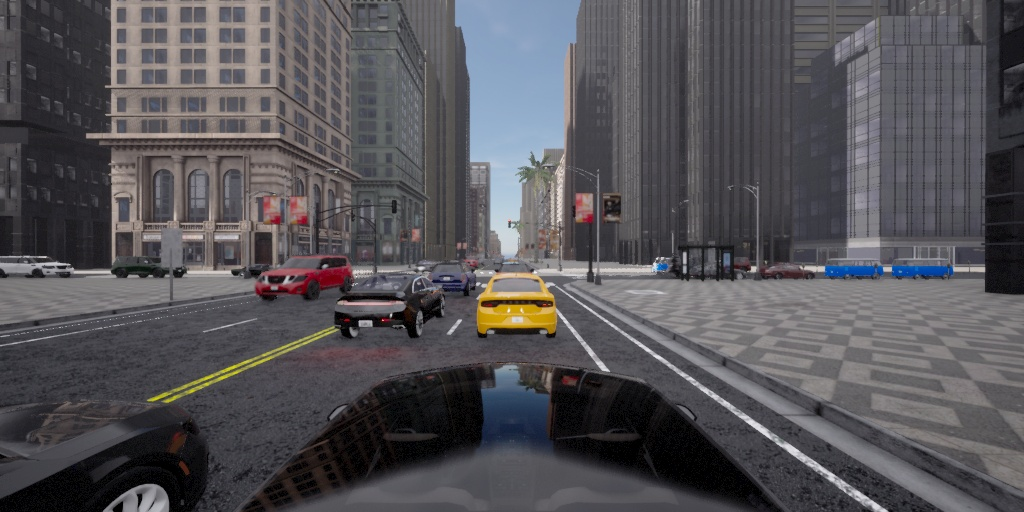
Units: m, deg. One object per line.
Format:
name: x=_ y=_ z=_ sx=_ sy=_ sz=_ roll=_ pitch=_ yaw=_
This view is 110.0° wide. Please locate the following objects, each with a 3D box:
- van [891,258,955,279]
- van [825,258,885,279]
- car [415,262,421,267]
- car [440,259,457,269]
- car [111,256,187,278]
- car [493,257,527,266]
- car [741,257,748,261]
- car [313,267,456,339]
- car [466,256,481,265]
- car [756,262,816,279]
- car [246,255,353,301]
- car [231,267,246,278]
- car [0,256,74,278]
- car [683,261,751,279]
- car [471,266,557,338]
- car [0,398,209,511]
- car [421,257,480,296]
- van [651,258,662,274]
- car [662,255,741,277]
van: x=34.144 y=1.079 z=29.827 sx=3.998 sy=1.789 sz=1.690 roll=0 pitch=0 yaw=0
van: x=28.468 y=1.082 z=29.833 sx=3.998 sy=1.789 sz=1.690 roll=0 pitch=0 yaw=0
car: x=-9.790 y=1.243 z=41.070 sx=2.128 sy=1.511 sz=4.902 roll=0 pitch=0 yaw=0
car: x=-9.761 y=1.279 z=55.538 sx=1.812 sy=1.442 sz=4.674 roll=0 pitch=0 yaw=0
car: x=-33.016 y=1.008 z=32.671 sx=5.566 sy=2.045 sz=2.150 roll=0 pitch=0 yaw=0
car: x=0.126 y=1.102 z=19.302 sx=2.097 sy=1.767 sz=4.553 roll=0 pitch=0 yaw=0
car: x=22.798 y=1.035 z=38.364 sx=5.009 sy=1.841 sz=2.192 roll=0 pitch=0 yaw=0
car: x=-3.139 y=1.241 z=10.139 sx=2.128 sy=1.511 sz=4.902 roll=0 pitch=0 yaw=0
car: x=-6.510 y=0.977 z=56.010 sx=2.150 sy=2.045 sz=5.566 roll=0 pitch=0 yaw=0
car: x=22.790 y=1.326 z=29.839 sx=4.207 sy=1.307 sz=1.802 roll=0 pitch=0 yaw=0
car: x=-9.827 y=0.972 z=17.603 sx=2.150 sy=2.045 sz=5.566 roll=0 pitch=0 yaw=0
car: x=-22.543 y=1.375 z=32.602 sx=4.718 sy=1.301 sz=1.895 roll=0 pitch=0 yaw=0
car: x=-43.723 y=1.021 z=32.744 sx=5.566 sy=2.045 sz=2.150 roll=0 pitch=0 yaw=0
car: x=17.112 y=1.299 z=29.846 sx=4.403 sy=1.370 sz=2.007 roll=0 pitch=0 yaw=0
car: x=0.110 y=1.228 z=10.229 sx=1.882 sy=1.535 sz=5.008 roll=0 pitch=0 yaw=0
car: x=-3.151 y=1.255 z=0.623 sx=1.837 sy=1.490 sz=4.892 roll=0 pitch=0 yaw=0
car: x=-3.124 y=1.102 z=19.278 sx=2.097 sy=1.767 sz=4.553 roll=0 pitch=0 yaw=0
van: x=17.120 y=1.065 z=38.371 sx=3.998 sy=1.789 sz=1.690 roll=0 pitch=0 yaw=0
car: x=17.087 y=0.964 z=32.493 sx=5.566 sy=2.045 sz=2.150 roll=0 pitch=0 yaw=0
